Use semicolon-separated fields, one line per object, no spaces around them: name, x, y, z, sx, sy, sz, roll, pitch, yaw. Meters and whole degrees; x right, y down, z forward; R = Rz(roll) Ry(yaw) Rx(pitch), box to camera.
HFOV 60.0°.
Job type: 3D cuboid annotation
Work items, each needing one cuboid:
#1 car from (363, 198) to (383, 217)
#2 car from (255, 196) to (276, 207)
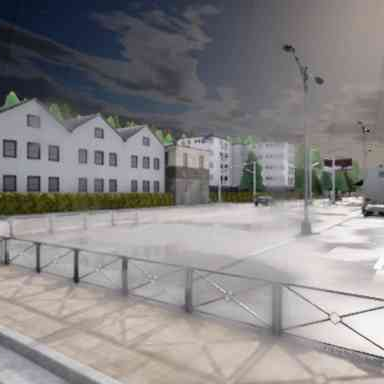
car;15.198;1.293;26.974;2.007;1.523;4.514;0;0;35
car;10.468;1.283;47.299;1.837;1.490;4.892;0;0;32
